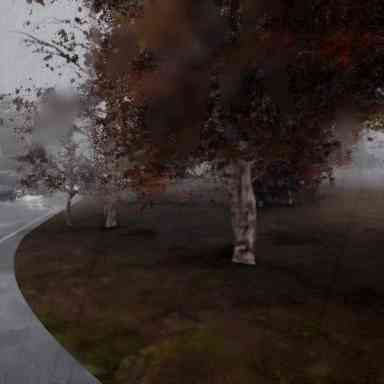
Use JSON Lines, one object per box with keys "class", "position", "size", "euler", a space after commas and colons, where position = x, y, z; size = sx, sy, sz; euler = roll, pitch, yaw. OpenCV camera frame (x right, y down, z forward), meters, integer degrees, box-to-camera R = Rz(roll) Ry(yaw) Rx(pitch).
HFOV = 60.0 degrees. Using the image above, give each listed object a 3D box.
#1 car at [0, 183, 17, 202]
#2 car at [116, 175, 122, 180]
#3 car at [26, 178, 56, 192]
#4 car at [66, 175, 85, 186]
{"class": "car", "position": [-15.002, 0.124, 25.212], "size": [2.128, 1.511, 4.902], "euler": [1, 4, -8]}
{"class": "car", "position": [-13.924, -2.688, 60.971], "size": [1.812, 1.442, 4.674], "euler": [0, 5, -5]}
{"class": "car", "position": [-16.136, -0.731, 35.763], "size": [2.128, 1.511, 4.902], "euler": [1, 5, -4]}
{"class": "car", "position": [-16.813, -1.752, 48.361], "size": [2.128, 1.511, 4.902], "euler": [1, 5, -2]}
